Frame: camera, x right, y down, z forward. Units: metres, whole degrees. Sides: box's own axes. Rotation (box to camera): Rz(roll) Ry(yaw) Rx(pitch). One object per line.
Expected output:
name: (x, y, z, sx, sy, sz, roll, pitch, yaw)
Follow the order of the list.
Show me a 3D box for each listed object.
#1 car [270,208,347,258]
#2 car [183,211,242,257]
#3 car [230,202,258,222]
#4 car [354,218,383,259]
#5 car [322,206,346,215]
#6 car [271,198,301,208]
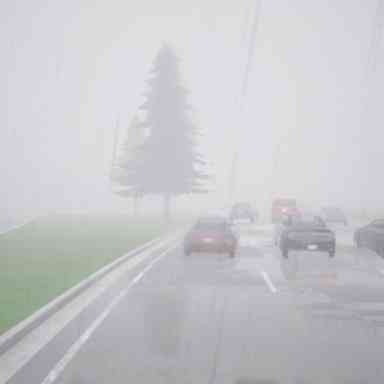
car: (4.388, 1.633, 13.409, 2.128, 1.511, 4.902, 0, 0, 10)
car: (0.915, 1.709, 13.825, 1.994, 1.385, 4.181, 0, -1, 10)
car: (4.628, 1.656, 29.358, 2.097, 1.767, 4.553, 0, -1, 17)
car: (7.864, 1.701, 12.968, 1.994, 1.385, 4.181, 0, -1, 10)
car: (11.030, 1.821, 26.265, 2.033, 1.411, 5.357, 0, -1, 18)
car: (7.730, 1.510, 27.420, 2.150, 2.045, 5.566, 0, 0, 18)
